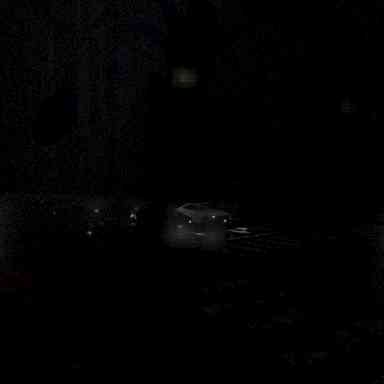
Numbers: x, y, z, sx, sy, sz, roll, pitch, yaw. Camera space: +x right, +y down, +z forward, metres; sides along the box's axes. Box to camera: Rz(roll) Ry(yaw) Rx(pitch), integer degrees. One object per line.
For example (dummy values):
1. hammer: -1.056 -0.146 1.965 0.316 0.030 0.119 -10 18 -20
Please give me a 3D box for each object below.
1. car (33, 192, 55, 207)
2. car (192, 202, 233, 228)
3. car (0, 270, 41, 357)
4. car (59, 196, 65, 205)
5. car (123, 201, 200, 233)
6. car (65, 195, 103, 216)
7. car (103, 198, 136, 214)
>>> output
1. car: -19.931 1.166 44.777 1.882 1.535 5.008 -1 1 -35
2. car: 0.609 1.415 21.709 1.812 1.442 4.674 -1 1 -36
3. car: -4.152 1.545 3.690 4.507 1.381 1.887 0 -1 -36
4. car: -17.108 1.191 46.415 2.033 1.411 5.357 -1 1 -35
5. car: -1.978 1.484 19.747 2.033 1.411 5.357 -1 1 -32
6. car: -9.537 1.322 30.215 2.128 1.511 4.902 -1 1 -36
7. car: -6.120 1.288 31.031 2.128 1.511 4.902 -1 1 -36
